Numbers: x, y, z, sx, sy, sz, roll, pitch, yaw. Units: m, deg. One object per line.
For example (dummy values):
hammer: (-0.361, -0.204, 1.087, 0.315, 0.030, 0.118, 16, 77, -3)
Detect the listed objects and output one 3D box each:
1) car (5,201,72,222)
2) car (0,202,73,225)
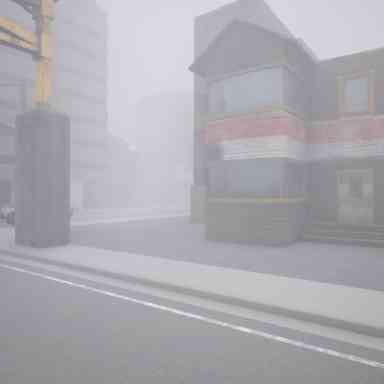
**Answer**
car: (-10.679, 1.295, 23.547, 1.853, 1.218, 4.536, 0, 0, 15)
car: (-10.693, 1.453, 23.497, 2.038, 1.542, 4.974, 0, 0, 15)
